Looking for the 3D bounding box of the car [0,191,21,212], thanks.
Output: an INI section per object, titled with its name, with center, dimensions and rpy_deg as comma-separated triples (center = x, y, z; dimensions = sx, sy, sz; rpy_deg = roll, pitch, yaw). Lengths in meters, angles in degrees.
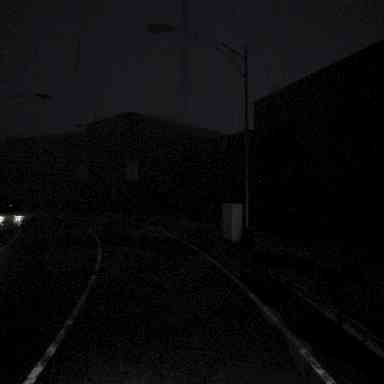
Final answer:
[car]
center = -18.899, 0.871, 32.490
dimensions = 5.566, 2.045, 2.150
rpy_deg = 1, 0, 39
